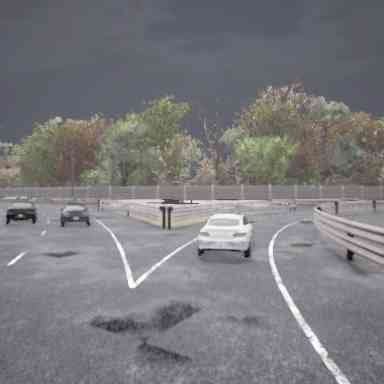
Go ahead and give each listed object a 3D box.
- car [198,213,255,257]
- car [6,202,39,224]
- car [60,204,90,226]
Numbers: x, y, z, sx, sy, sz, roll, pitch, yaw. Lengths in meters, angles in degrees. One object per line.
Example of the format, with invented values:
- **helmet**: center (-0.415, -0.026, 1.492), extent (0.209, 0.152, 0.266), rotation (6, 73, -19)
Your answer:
- **car**: center (1.427, 1.533, 12.970), extent (1.812, 1.442, 4.674), rotation (0, 0, 13)
- **car**: center (-12.676, 1.489, 25.038), extent (1.882, 1.535, 5.008), rotation (0, 0, -23)
- **car**: center (-8.276, 1.537, 23.507), extent (1.812, 1.442, 4.674), rotation (0, 0, -21)
